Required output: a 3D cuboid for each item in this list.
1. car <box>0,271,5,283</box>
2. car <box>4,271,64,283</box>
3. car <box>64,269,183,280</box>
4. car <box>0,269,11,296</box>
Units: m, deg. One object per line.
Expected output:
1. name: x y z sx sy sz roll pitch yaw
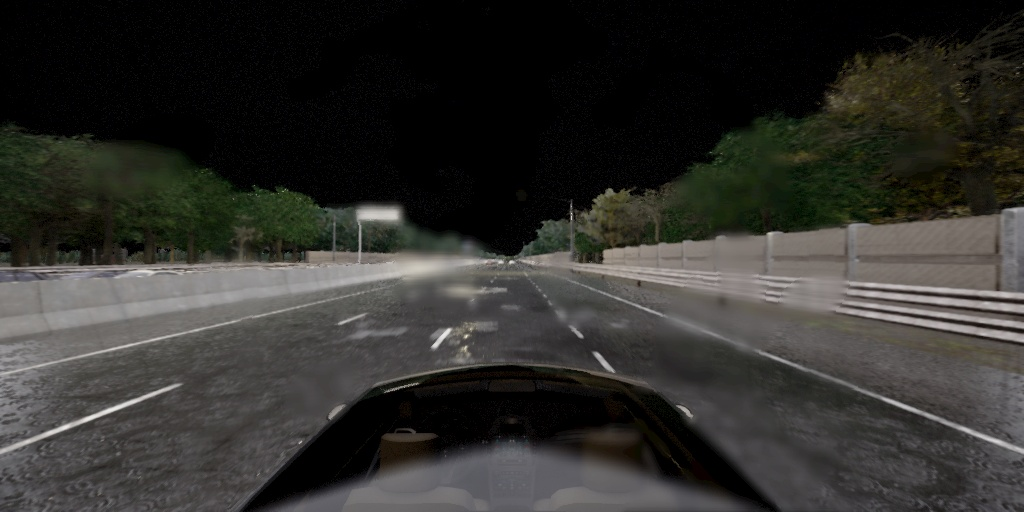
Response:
1. car: -24.595 1.411 17.117 2.033 1.411 5.357 0 0 0
2. car: -21.095 1.419 18.366 2.033 1.411 5.357 0 0 0
3. car: -17.592 1.389 17.221 1.812 1.442 4.674 0 0 0
4. car: -28.091 1.389 17.106 1.812 1.442 4.674 0 0 0
